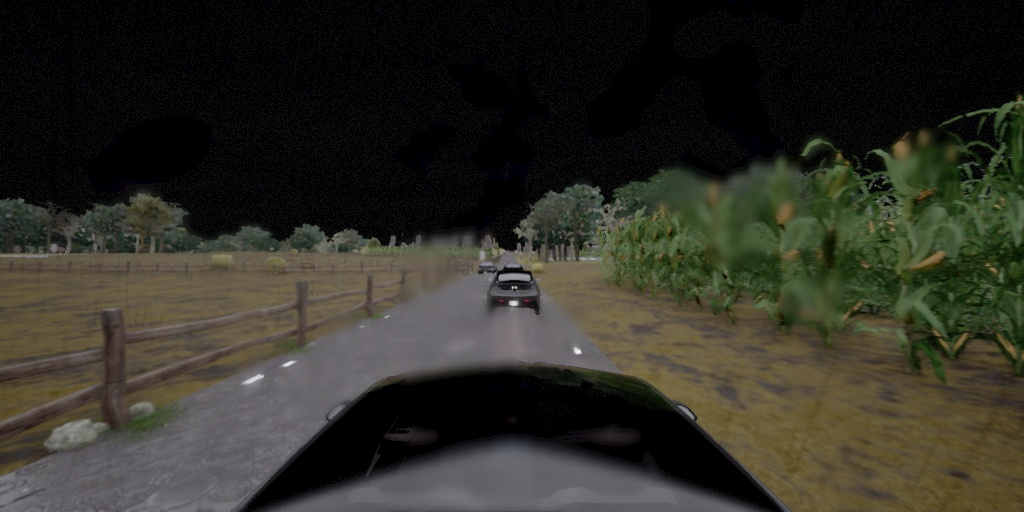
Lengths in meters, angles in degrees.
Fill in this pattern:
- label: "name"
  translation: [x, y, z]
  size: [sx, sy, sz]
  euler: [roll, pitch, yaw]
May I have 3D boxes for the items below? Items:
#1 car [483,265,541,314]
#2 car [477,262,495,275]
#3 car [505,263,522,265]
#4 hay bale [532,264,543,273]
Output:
- label: "car"
  translation: [0.090, 1.259, 13.879]
  size: [1.837, 1.490, 4.892]
  euler: [0, 0, 0]
- label: "car"
  translation: [-2.753, 1.345, 40.517]
  size: [2.033, 1.411, 5.357]
  euler: [0, 0, 2]
- label: "car"
  translation: [0.087, 1.271, 29.413]
  size: [2.128, 1.511, 4.902]
  euler: [0, 0, 0]
- label: "hay bale"
  translation: [3.116, 1.457, 43.535]
  size: [1.220, 1.180, 1.240]
  euler: [0, 0, 0]
